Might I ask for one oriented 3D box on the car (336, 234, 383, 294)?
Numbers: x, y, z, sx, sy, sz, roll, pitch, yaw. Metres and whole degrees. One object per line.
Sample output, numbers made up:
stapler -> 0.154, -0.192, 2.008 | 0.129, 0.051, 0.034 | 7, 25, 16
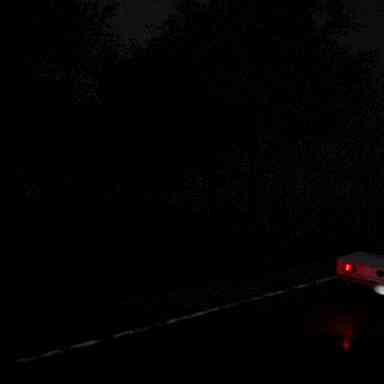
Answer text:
car -> 5.440, 1.582, 7.626 | 4.718, 1.301, 1.895 | 0, 0, -35
